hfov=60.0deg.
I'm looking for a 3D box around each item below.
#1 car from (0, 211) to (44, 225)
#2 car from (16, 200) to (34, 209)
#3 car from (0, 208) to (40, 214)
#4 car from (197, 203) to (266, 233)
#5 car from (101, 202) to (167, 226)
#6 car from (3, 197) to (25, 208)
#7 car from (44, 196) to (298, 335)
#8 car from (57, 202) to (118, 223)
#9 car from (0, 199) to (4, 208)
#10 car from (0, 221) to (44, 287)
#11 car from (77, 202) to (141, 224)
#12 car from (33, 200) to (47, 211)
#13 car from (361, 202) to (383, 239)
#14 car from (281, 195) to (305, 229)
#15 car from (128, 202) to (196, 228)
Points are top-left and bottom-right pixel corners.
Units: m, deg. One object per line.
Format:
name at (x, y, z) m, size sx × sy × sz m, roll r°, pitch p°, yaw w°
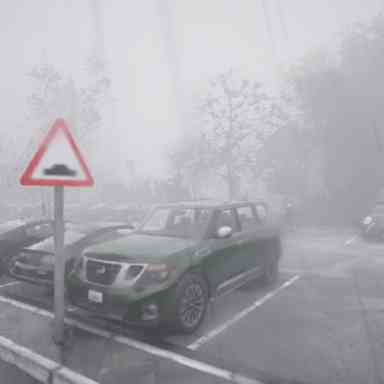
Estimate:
car at (-4.488, 1.519, 10.448) m, size 2.097 × 1.535 × 5.008 m, roll -1°, pitch 0°, yaw 35°
car at (-13.725, 1.743, 32.164) m, size 2.097 × 1.535 × 5.008 m, roll -1°, pitch 0°, yaw 35°
car at (-9.127, 1.624, 13.673) m, size 2.002 × 1.452 × 4.674 m, roll -1°, pitch 0°, yaw 35°
car at (2.620, 1.520, 20.833) m, size 2.231 × 1.521 × 4.892 m, roll -1°, pitch 0°, yaw 35°
car at (-4.346, 1.616, 25.651) m, size 2.097 × 1.535 × 5.008 m, roll -1°, pitch 0°, yaw 35°
car at (-16.025, 1.649, 33.805) m, size 2.185 × 1.767 × 4.553 m, roll -1°, pitch 0°, yaw 35°
car at (0.139, 1.198, 7.207) m, size 2.435 × 2.045 × 5.566 m, roll -1°, pitch -1°, yaw 35°
car at (-8.965, 1.708, 28.900) m, size 2.163 × 1.488 × 4.792 m, roll -1°, pitch 0°, yaw 35°
car at (-18.357, 1.806, 35.393) m, size 2.097 × 1.535 × 5.008 m, roll -1°, pitch 0°, yaw 35°
car at (-2.164, 1.524, 8.838) m, size 2.002 × 1.452 × 4.674 m, roll -1°, pitch 0°, yaw 35°
car at (-6.665, 1.647, 27.262) m, size 2.097 × 1.535 × 5.008 m, roll -1°, pitch 0°, yaw 35°
car at (-11.401, 1.711, 30.562) m, size 2.097 × 1.535 × 5.008 m, roll -1°, pitch 0°, yaw 35°
car at (9.544, 1.280, 15.941) m, size 2.185 × 1.767 × 4.553 m, roll 0°, pitch 0°, yaw 35°
car at (4.816, 1.235, 19.267) m, size 2.435 × 2.045 × 5.566 m, roll -1°, pitch 0°, yaw 35°
car at (-2.026, 1.585, 24.042) m, size 2.231 × 1.521 × 4.892 m, roll -1°, pitch -1°, yaw 35°
